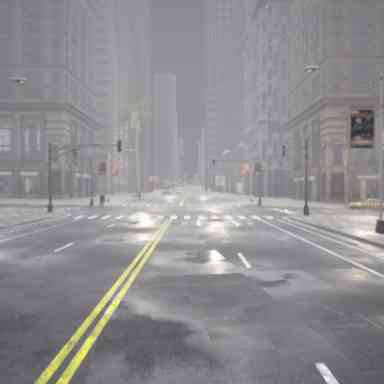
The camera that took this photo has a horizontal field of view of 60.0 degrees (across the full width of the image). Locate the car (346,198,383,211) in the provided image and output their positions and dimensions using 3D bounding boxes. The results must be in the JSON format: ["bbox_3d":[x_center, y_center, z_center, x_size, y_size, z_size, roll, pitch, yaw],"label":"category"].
[{"bbox_3d":[20.606,1.408,38.886,4.829,1.417,1.752,1,0,0],"label":"car"}]

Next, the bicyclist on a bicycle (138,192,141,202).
[{"bbox_3d":[-8.731,0.819,55.566,0.582,1.620,1.656,0,1,0],"label":"bicyclist on a bicycle"}]

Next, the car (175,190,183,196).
[{"bbox_3d":[-3.221,0.101,85.328,1.882,1.535,5.008,0,1,0],"label":"car"}]

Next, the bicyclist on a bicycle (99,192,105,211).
[{"bbox_3d":[-8.728,0.923,32.130,0.659,1.776,1.843,0,0,0],"label":"bicyclist on a bicycle"}]

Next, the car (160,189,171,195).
[{"bbox_3d":[-6.470,0.176,85.330,1.994,1.385,4.181,0,1,0],"label":"car"}]
